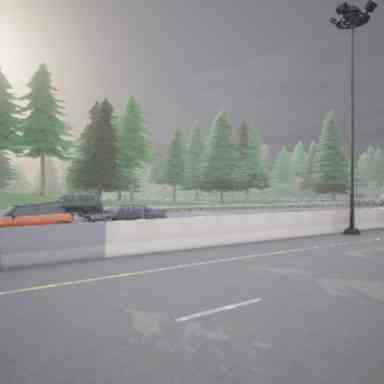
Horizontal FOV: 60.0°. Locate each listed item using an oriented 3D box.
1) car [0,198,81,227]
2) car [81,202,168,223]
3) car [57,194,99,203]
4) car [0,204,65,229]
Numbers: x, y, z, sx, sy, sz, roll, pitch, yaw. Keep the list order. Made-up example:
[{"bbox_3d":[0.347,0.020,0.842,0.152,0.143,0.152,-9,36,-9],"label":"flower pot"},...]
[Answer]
[{"bbox_3d":[-7.884,1.328,15.423,4.553,1.767,2.097,0,0,-34],"label":"car"},{"bbox_3d":[-4.256,1.517,22.052,5.357,1.411,2.033,0,0,-33],"label":"car"},{"bbox_3d":[-9.918,1.183,26.731,5.566,2.045,2.150,0,0,-33],"label":"car"},{"bbox_3d":[-10.786,1.530,21.915,4.181,1.385,1.994,0,0,-34],"label":"car"}]
